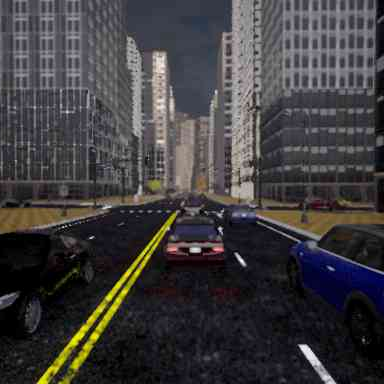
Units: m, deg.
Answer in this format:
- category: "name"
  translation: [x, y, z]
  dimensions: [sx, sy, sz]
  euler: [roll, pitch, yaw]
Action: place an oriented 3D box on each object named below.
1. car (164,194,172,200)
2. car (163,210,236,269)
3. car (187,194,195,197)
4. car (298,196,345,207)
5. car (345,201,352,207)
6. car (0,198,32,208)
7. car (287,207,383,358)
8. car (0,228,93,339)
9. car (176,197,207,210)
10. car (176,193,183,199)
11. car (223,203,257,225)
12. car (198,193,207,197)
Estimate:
- category: "car"
  translation: [-6.719, 1.351, 92.774]
  dimensions: [1.837, 1.490, 4.892]
  euler: [0, 0, 0]
- category: "car"
  translation: [0.080, 1.537, 11.053]
  dimensions: [2.033, 1.411, 5.357]
  euler: [0, 0, 0]
- category: "car"
  translation: [-0.211, 1.255, 90.059]
  dimensions: [1.837, 1.490, 4.892]
  euler: [0, 0, 0]
- category: "car"
  translation: [16.105, 1.467, 42.225]
  dimensions: [5.009, 1.841, 2.192]
  euler: [0, 0, 1]
- category: "car"
  translation: [21.694, 1.579, 50.525]
  dimensions: [4.829, 1.417, 1.752]
  euler: [0, 0, 1]
- category: "car"
  translation: [-22.823, 1.407, 42.661]
  dimensions: [4.313, 1.339, 1.947]
  euler: [0, 0, 1]
- category: "car"
  translation: [3.326, 1.345, 6.147]
  dimensions: [2.097, 1.767, 4.553]
  euler: [0, 0, 0]
- category: "car"
  translation: [-3.361, 1.523, 6.700]
  dimensions: [1.812, 1.442, 4.674]
  euler: [0, 0, 0]
- category: "car"
  translation: [0.040, 1.459, 27.330]
  dimensions: [2.128, 1.511, 4.902]
  euler: [0, 0, 0]
- category: "car"
  translation: [-3.469, 1.203, 92.811]
  dimensions: [2.097, 1.767, 4.553]
  euler: [0, 0, 0]
- category: "car"
  translation: [3.300, 1.518, 23.647]
  dimensions: [2.033, 1.411, 5.357]
  euler: [0, 0, 0]
- category: "car"
  translation: [3.038, 1.247, 90.481]
  dimensions: [1.882, 1.535, 5.008]
  euler: [0, 0, 0]
